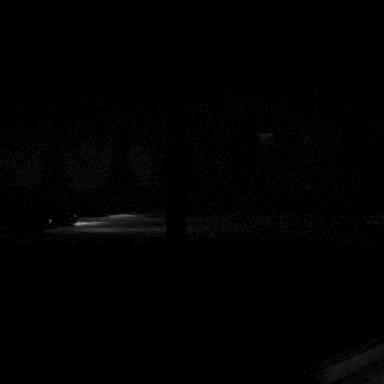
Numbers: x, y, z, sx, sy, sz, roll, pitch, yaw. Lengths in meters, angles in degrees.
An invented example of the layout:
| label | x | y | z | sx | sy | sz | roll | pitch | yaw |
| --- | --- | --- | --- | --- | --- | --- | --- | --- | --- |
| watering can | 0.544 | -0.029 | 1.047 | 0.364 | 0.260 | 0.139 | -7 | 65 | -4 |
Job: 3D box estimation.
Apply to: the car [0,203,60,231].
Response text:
| label | x | y | z | sx | sy | sz | roll | pitch | yaw |
| --- | --- | --- | --- | --- | --- | --- | --- | --- | --- |
| car | -10.691 | 1.411 | 19.340 | 4.902 | 1.511 | 2.128 | 0 | 0 | -1 |

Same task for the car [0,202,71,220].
| label | x | y | z | sx | sy | sz | roll | pitch | yaw |
| --- | --- | --- | --- | --- | --- | --- | --- | --- | --- |
| car | -12.306 | 1.498 | 26.322 | 4.718 | 1.301 | 1.895 | 0 | 0 | -1 |

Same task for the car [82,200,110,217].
| label | x | y | z | sx | sy | sz | roll | pitch | yaw |
| --- | --- | --- | --- | --- | --- | --- | --- | --- | --- |
| car | -9.734 | 1.420 | 29.865 | 4.674 | 1.442 | 1.812 | 0 | 0 | -1 |

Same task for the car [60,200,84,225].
| label | x | y | z | sx | sy | sz | roll | pitch | yaw |
| --- | --- | --- | --- | --- | --- | --- | --- | --- | --- |
| car | -10.024 | 1.476 | 22.848 | 4.181 | 1.385 | 1.994 | 0 | 0 | -1 |
